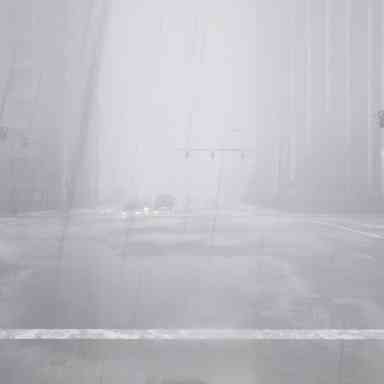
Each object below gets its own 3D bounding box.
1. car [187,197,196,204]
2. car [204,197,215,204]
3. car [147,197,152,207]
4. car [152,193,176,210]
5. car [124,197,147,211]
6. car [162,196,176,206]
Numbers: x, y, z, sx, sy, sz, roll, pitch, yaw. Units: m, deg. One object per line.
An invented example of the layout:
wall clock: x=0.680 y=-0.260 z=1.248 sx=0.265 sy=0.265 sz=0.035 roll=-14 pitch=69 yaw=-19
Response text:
car: x=-0.083 y=1.601 z=65.498 sx=1.895 sy=1.301 sz=4.718 roll=0 pitch=0 yaw=0
car: x=3.417 y=1.601 z=64.963 sx=1.895 sy=1.301 sz=4.718 roll=0 pitch=0 yaw=0
car: x=-7.152 y=1.491 z=50.696 sx=2.128 sy=1.511 sz=4.902 roll=0 pitch=0 yaw=0
car: x=-3.655 y=1.221 z=44.304 sx=2.150 sy=2.045 sz=5.566 roll=0 pitch=0 yaw=0
car: x=-7.151 y=1.478 z=41.209 sx=1.882 sy=1.535 sz=5.008 roll=0 pitch=0 yaw=0
car: x=-3.649 y=1.478 z=54.300 sx=1.882 sy=1.535 sz=5.008 roll=0 pitch=0 yaw=0
